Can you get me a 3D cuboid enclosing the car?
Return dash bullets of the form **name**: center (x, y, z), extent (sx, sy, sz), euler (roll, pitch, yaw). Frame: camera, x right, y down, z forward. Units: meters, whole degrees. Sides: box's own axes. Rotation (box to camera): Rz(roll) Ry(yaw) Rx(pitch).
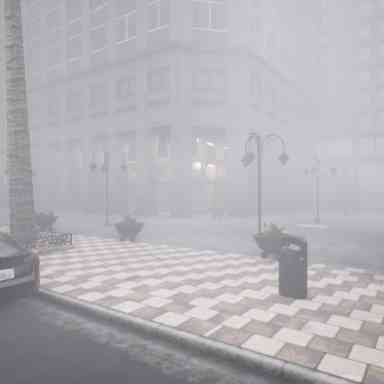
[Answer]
- **car**: center (-5.249, 1.513, 7.203), extent (4.786, 1.482, 2.161), euler (0, 0, 35)
